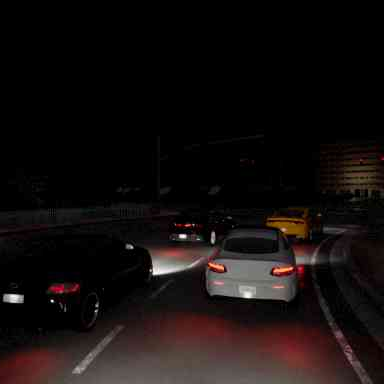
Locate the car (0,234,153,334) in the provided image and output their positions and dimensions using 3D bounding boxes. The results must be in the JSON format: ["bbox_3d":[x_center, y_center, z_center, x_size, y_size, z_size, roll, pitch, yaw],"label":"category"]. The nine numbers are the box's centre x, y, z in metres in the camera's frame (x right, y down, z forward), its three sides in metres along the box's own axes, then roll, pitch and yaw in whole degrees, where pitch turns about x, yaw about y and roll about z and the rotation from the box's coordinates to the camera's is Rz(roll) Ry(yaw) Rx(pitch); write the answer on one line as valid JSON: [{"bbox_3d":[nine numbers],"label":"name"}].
[{"bbox_3d":[-2.271,1.564,6.949,1.994,1.385,4.181,0,0,11],"label":"car"}]

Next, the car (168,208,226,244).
[{"bbox_3d":[0.603,1.505,15.386,1.837,1.490,4.892,0,0,23],"label":"car"}]

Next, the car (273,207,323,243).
[{"bbox_3d":[5.202,1.478,16.490,1.882,1.535,5.008,0,0,30],"label":"car"}]

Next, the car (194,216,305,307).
[{"bbox_3d":[1.521,1.526,7.979,1.812,1.442,4.674,0,0,14],"label":"car"}]
